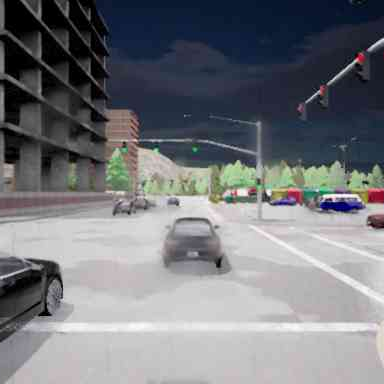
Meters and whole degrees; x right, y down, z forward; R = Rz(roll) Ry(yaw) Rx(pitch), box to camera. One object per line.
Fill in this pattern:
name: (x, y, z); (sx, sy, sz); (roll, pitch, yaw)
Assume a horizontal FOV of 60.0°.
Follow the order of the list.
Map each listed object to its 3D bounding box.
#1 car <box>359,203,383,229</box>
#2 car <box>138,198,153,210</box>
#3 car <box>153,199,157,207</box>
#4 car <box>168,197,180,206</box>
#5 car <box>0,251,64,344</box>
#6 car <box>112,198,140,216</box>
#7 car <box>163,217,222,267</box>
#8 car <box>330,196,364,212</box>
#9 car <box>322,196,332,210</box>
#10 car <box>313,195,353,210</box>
car: (13.475, 1.634, 20.622); (5.008, 1.535, 1.882); (0, 0, 1)
car: (-7.136, 1.590, 45.922); (2.097, 1.767, 4.553); (0, 0, 1)
car: (-7.031, 1.890, 56.023); (1.895, 1.301, 4.718); (0, 0, 1)
car: (-3.365, 1.669, 61.881); (2.097, 1.767, 4.553); (0, 0, 0)
car: (-3.451, 1.529, 4.694); (2.128, 1.511, 4.902); (0, -1, 0)
car: (-7.200, 1.712, 35.842); (1.812, 1.442, 4.674); (0, 0, 1)
car: (0.017, 1.615, 11.718); (1.812, 1.442, 4.674); (0, 0, 0)
car: (21.738, 1.677, 45.979); (3.806, 1.475, 1.970); (0, 0, 1)
car: (21.776, 1.660, 48.873); (3.905, 1.438, 1.784); (0, 0, 1)
car: (21.759, 1.464, 51.558); (4.605, 1.855, 1.932); (0, 0, 1)
